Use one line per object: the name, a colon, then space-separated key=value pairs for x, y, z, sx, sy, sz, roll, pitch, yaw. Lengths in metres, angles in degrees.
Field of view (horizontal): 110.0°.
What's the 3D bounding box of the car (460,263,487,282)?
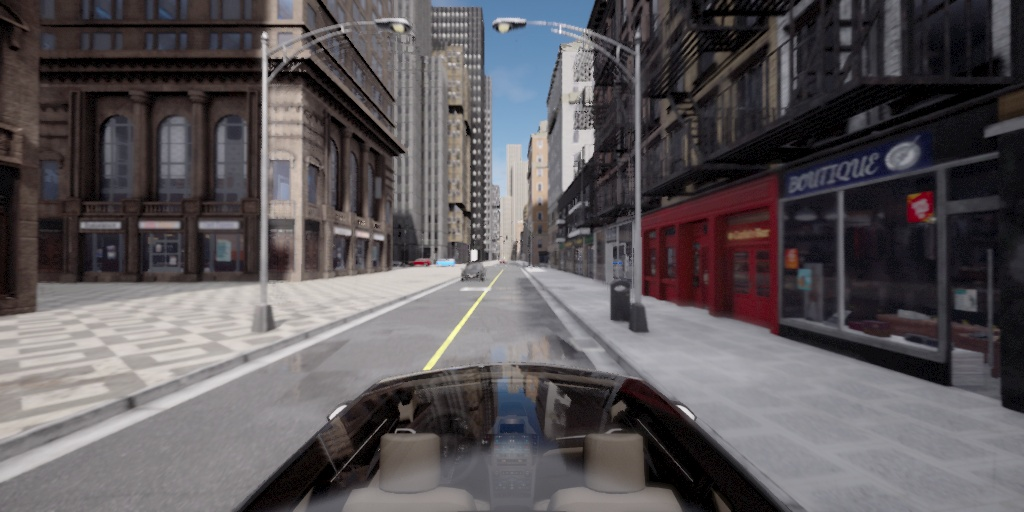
car: x=-3.079 y=1.330 z=29.592 sx=1.837 sy=1.490 sz=4.892 roll=0 pitch=-1 yaw=0
